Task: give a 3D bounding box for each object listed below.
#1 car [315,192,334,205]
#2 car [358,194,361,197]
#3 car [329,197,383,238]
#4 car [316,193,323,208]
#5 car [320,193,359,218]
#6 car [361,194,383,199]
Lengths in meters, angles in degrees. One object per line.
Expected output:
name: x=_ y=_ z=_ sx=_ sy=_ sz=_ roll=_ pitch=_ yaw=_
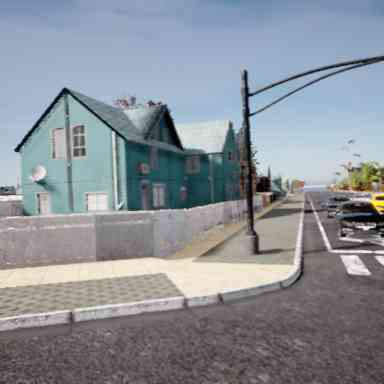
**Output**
car: x=17.450 y=0.842 z=43.939 sx=2.033 sy=1.411 sz=5.357 roll=-2 pitch=0 yaw=19
car: x=17.740 y=0.885 z=34.666 sx=1.895 sy=1.301 sz=4.718 roll=-2 pitch=0 yaw=19
car: x=7.800 y=1.209 z=15.745 sx=1.837 sy=1.490 sz=4.892 roll=-2 pitch=0 yaw=19
car: x=14.124 y=0.980 z=34.123 sx=2.033 sy=1.411 sz=5.357 roll=-2 pitch=0 yaw=19
car: x=10.835 y=1.078 z=24.652 sx=1.837 sy=1.490 sz=4.892 roll=-2 pitch=0 yaw=19
car: x=14.463 y=0.901 z=25.208 sx=1.882 sy=1.535 sz=5.008 roll=-2 pitch=0 yaw=19
